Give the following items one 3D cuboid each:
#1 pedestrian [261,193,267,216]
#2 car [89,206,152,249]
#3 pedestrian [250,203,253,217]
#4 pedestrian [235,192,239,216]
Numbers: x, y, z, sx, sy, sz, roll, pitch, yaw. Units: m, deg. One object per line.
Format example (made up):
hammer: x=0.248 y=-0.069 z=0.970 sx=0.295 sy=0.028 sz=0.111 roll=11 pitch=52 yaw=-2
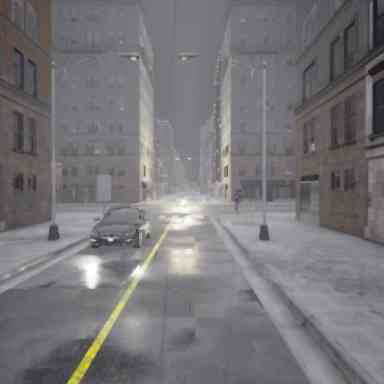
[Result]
pedestrian: x=5.511 y=0.941 z=25.759 sx=0.375 sy=1.860 sz=0.375 roll=0 pitch=1 yaw=0
car: x=-2.832 y=1.394 z=14.031 sx=1.837 sy=1.490 sz=4.892 roll=0 pitch=0 yaw=0
pedestrian: x=4.511 y=1.324 z=25.163 sx=0.500 sy=1.100 sz=0.500 roll=0 pitch=1 yaw=0
pedestrian: x=3.511 y=0.935 z=26.360 sx=0.375 sy=1.860 sz=0.375 roll=0 pitch=1 yaw=0
